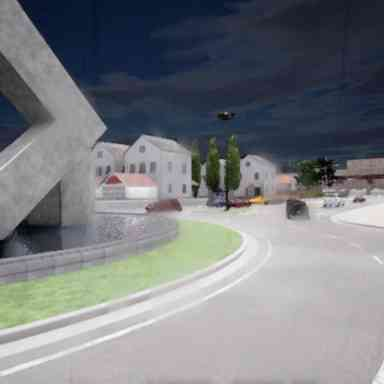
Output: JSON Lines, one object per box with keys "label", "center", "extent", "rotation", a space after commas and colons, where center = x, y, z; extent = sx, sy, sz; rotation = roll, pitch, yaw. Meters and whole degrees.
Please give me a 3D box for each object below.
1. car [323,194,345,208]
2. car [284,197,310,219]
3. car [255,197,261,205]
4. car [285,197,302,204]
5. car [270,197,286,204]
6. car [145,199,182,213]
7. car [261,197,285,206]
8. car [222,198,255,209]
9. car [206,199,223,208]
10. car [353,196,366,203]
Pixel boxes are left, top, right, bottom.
{"label": "car", "center": [21.543, 1.268, 50.335], "extent": [2.150, 2.045, 5.566], "rotation": [-1, 0, 36]}
{"label": "car", "center": [9.685, 1.550, 30.502], "extent": [1.882, 1.535, 5.008], "rotation": [-1, -1, 16]}
{"label": "car", "center": [12.767, 1.716, 63.971], "extent": [1.882, 1.535, 5.008], "rotation": [-1, -1, 36]}
{"label": "car", "center": [21.259, 1.764, 69.686], "extent": [1.895, 1.301, 4.718], "rotation": [-1, 0, 36]}
{"label": "car", "center": [18.691, 1.768, 72.106], "extent": [1.994, 1.385, 4.181], "rotation": [-1, 0, 36]}
{"label": "car", "center": [-3.541, 1.655, 41.534], "extent": [4.553, 1.767, 2.097], "rotation": [0, 0, -35]}
{"label": "car", "center": [14.981, 1.795, 61.067], "extent": [1.895, 1.301, 4.718], "rotation": [-1, 0, 36]}
{"label": "car", "center": [7.166, 1.829, 50.917], "extent": [1.895, 1.301, 4.718], "rotation": [-1, 0, 41]}
{"label": "car", "center": [4.458, 1.822, 53.079], "extent": [2.033, 1.411, 5.357], "rotation": [-1, 0, 41]}
{"label": "car", "center": [34.277, 1.522, 68.034], "extent": [1.812, 1.442, 4.674], "rotation": [-1, 0, 36]}
